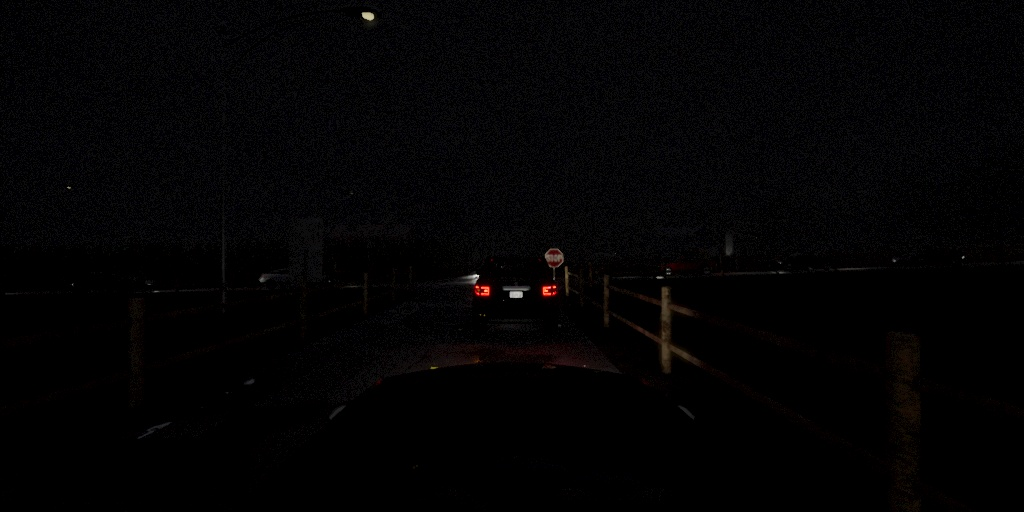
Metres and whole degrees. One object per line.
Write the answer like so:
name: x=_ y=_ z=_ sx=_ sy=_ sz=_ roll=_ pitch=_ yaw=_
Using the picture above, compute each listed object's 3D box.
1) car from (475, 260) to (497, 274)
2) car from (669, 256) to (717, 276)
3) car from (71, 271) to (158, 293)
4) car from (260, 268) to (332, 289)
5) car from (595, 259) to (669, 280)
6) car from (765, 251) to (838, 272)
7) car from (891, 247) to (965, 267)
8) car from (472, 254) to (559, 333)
car: x=-2.935 y=1.218 z=41.192 sx=2.128 sy=1.511 sz=4.902 roll=0 pitch=0 yaw=0
car: x=13.674 y=0.775 z=28.775 sx=5.008 sy=1.535 sz=1.882 roll=-2 pitch=-2 yaw=-1
car: x=-28.399 y=1.827 z=25.734 sx=4.902 sy=1.511 sz=2.128 roll=-1 pitch=-2 yaw=0
car: x=-15.443 y=1.588 z=25.763 sx=4.674 sy=1.442 sz=1.812 roll=-1 pitch=-2 yaw=0
car: x=8.355 y=0.907 z=25.822 sx=4.674 sy=1.442 sz=1.812 roll=-2 pitch=-2 yaw=0
car: x=23.153 y=0.414 z=28.828 sx=5.008 sy=1.535 sz=1.882 roll=-2 pitch=-2 yaw=0
car: x=33.222 y=0.037 z=28.852 sx=4.902 sy=1.511 sz=2.128 roll=-2 pitch=-2 yaw=0
car: x=0.060 y=0.975 z=10.857 sx=2.150 sy=2.045 sz=5.566 roll=0 pitch=0 yaw=-1
